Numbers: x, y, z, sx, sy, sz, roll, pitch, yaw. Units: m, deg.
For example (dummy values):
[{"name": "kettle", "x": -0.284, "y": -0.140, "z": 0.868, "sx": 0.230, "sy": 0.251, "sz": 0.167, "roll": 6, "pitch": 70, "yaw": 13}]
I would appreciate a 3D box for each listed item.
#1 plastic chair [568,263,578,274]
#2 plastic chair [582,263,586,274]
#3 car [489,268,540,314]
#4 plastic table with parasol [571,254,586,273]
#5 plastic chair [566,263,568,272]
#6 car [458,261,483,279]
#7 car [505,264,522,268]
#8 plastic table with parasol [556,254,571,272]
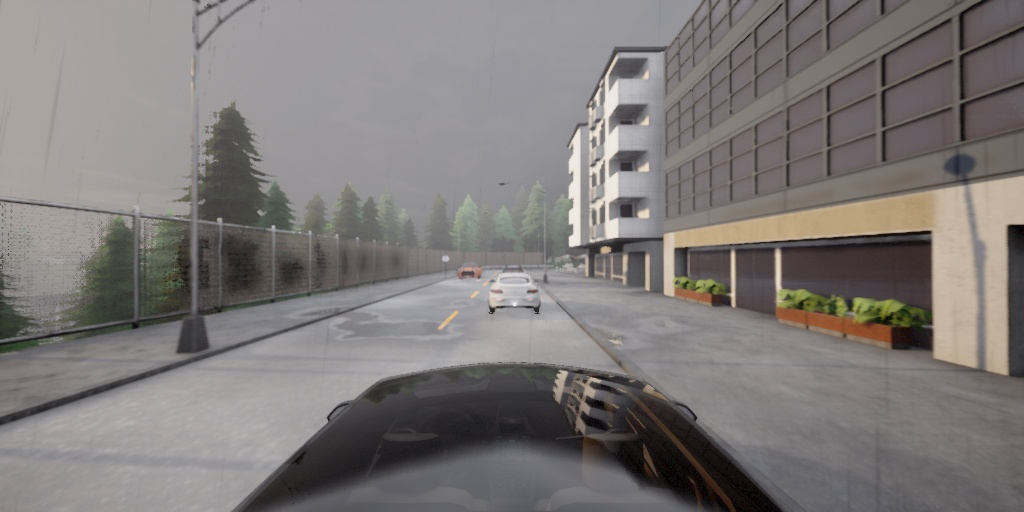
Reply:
[{"name": "plastic chair", "x": 7.762, "y": 1.595, "z": 45.624, "sx": 0.730, "sy": 1.272, "sz": 0.750, "roll": 0, "pitch": 0, "yaw": 10}, {"name": "plastic chair", "x": 9.253, "y": 1.583, "z": 44.005, "sx": 0.750, "sy": 1.272, "sz": 0.730, "roll": 0, "pitch": 0, "yaw": 10}, {"name": "car", "x": 0.094, "y": 1.366, "z": 14.215, "sx": 1.812, "sy": 1.442, "sz": 4.674, "roll": 0, "pitch": 0, "yaw": 0}, {"name": "plastic table with parasol", "x": 9.242, "y": 0.989, "z": 45.435, "sx": 2.482, "sy": 2.480, "sz": 2.482, "roll": 0, "pitch": 0, "yaw": 0}, {"name": "plastic chair", "x": 8.001, "y": 1.614, "z": 48.334, "sx": 0.750, "sy": 1.272, "sz": 0.730, "roll": 0, "pitch": 0, "yaw": 10}, {"name": "car", "x": -4.100, "y": 1.346, "z": 35.654, "sx": 2.097, "sy": 1.767, "sz": 4.553, "roll": 0, "pitch": 0, "yaw": 0}, {"name": "car", "x": 0.097, "y": 1.458, "z": 31.851, "sx": 2.128, "sy": 1.511, "sz": 4.902, "roll": 0, "pitch": 0, "yaw": 0}, {"name": "plastic table with parasol", "x": 7.780, "y": 1.020, "z": 49.744, "sx": 2.482, "sy": 2.480, "sz": 2.482, "roll": 0, "pitch": 0, "yaw": 0}]
